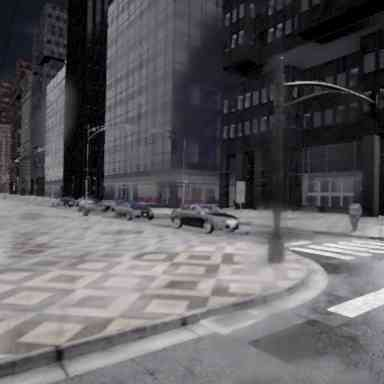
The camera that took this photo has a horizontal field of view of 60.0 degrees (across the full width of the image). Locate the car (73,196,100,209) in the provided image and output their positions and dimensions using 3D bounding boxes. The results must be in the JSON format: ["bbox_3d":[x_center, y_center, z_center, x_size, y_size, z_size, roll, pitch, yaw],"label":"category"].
[{"bbox_3d":[-14.611,1.422,46.028,2.128,1.511,4.902,2,-1,-36],"label":"car"}]

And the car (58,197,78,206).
[{"bbox_3d":[-20.008,1.475,53.604,1.895,1.301,4.718,2,-1,-35],"label":"car"}]

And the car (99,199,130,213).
[{"bbox_3d":[-8.895,1.539,37.959,1.994,1.385,4.181,2,-1,-35],"label":"car"}]

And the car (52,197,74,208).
[{"bbox_3d":[-17.290,1.419,44.392,1.994,1.385,4.181,2,-1,-35],"label":"car"}]

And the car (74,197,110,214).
[{"bbox_3d":[-10.432,1.433,34.639,1.812,1.442,4.674,2,-1,-35],"label":"car"}]

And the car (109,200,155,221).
[{"bbox_3d":[-4.657,1.502,26.499,1.994,1.385,4.181,2,-1,-36],"label":"car"}]

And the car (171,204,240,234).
[{"bbox_3d":[0.657,1.455,19.012,2.128,1.511,4.902,2,-1,-36],"label":"car"}]

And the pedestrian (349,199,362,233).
[{"bbox_3d":[8.897,1.268,18.207,0.375,1.860,0.375,2,-1,-35],"label":"pedestrian"}]
